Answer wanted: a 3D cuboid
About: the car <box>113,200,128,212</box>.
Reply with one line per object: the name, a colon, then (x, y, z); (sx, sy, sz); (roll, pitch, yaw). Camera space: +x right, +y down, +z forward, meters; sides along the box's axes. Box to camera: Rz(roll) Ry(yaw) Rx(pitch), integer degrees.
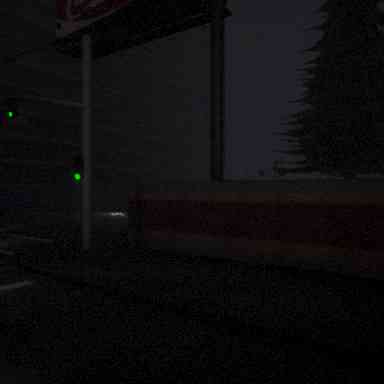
car: (-6.575, 1.503, 36.397); (1.994, 1.385, 4.181); (0, 0, 35)
